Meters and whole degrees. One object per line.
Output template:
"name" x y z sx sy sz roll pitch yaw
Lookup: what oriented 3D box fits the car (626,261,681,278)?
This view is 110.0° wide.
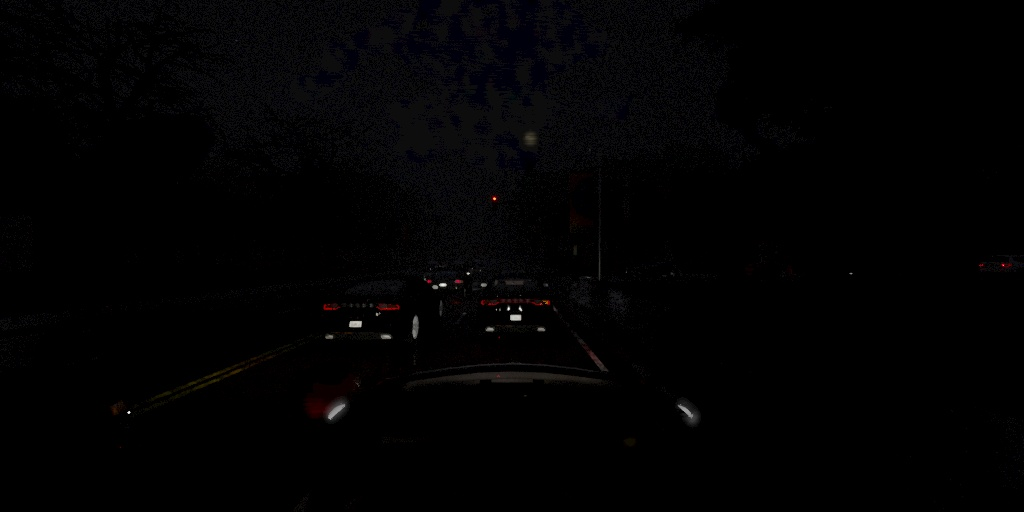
"car" 13.133 1.232 33.446 4.902 1.511 2.128 0 0 0

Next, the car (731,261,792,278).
"car" 23.200 1.206 33.448 5.008 1.535 1.882 0 0 0

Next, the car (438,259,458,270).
"car" -9.926 1.277 55.865 2.128 1.511 4.902 0 0 0

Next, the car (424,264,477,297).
"car" -3.200 1.319 18.682 1.994 1.385 4.181 0 0 0

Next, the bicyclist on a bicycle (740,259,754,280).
"bicyclist on a bicycle" 18.086 1.039 27.588 0.582 1.620 1.656 0 0 0

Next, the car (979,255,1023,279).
"car" 43.540 0.939 30.554 5.566 2.045 2.150 0 0 0

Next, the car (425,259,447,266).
"car" -9.924 1.301 45.758 1.812 1.442 4.674 0 0 -1

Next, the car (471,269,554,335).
"car" 0.080 1.229 10.492 1.882 1.535 5.008 0 0 0

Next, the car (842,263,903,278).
"car" 33.838 1.321 33.447 4.718 1.301 1.895 0 0 0

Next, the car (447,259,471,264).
"car" -6.673 1.301 45.502 1.812 1.442 4.674 0 0 0

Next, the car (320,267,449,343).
"car" -3.169 1.229 9.744 1.882 1.535 5.008 0 0 0

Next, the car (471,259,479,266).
"car" -6.683 1.349 55.362 1.994 1.385 4.181 0 0 0
